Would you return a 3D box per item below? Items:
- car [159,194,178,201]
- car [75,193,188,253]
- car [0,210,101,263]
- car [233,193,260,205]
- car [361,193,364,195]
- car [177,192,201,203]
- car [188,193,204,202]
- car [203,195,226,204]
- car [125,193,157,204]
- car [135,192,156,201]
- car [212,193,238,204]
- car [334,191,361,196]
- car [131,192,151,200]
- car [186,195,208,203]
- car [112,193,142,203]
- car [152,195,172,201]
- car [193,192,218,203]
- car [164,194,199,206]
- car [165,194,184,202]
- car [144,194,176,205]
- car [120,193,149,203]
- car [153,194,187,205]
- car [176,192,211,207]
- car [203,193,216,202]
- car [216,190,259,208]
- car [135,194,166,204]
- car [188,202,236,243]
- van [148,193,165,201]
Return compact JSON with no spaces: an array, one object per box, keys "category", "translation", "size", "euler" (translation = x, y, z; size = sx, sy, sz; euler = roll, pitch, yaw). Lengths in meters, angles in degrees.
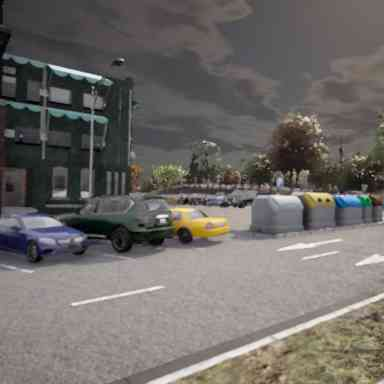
[{"category":"car","translation":[-5.786,1.365,81.043],"size":[2.185,1.767,4.553],"euler":[1,-2,35]},{"category":"car","translation":[-3.257,1.186,13.624],"size":[5.566,2.045,2.435],"euler":[-1,0,35]},{"category":"car","translation":[-5.689,1.496,11.869],"size":[4.674,1.452,2.002],"euler":[-1,-1,35]},{"category":"car","translation":[9.744,1.236,58.697],"size":[2.435,2.045,5.566],"euler":[1,-1,35]},{"category":"car","translation":[23.941,0.584,50.235],"size":[1.837,1.490,4.892],"euler":[2,3,-34]},{"category":"car","translation":[-0.566,1.241,73.644],"size":[2.435,2.045,5.566],"euler":[1,-2,35]},{"category":"car","translation":[1.970,1.040,40.202],"size":[2.231,1.521,4.892],"euler":[0,-1,35]},{"category":"car","translation":[4.564,1.490,66.164],"size":[2.231,1.521,4.892],"euler":[1,-2,35]},{"category":"car","translation":[-8.247,1.037,54.636],"size":[1.946,1.575,5.366],"euler":[1,0,35]},{"category":"car","translation":[-12.649,1.240,90.971],"size":[2.435,2.045,5.566],"euler":[1,-1,35]},{"category":"car","translation":[6.330,1.239,63.712],"size":[2.435,2.045,5.566],"euler":[1,-2,35]},{"category":"car","translation":[20.104,1.235,43.852],"size":[2.435,2.045,5.566],"euler":[1,-2,35]},{"category":"car","translation":[-14.360,1.241,93.509],"size":[2.435,2.045,5.566],"euler":[1,-2,35]},{"category":"car","translation":[1.029,1.481,70.977],"size":[1.946,1.575,5.366],"euler":[1,-1,35]},{"category":"car","translation":[-11.620,1.038,59.498],"size":[1.946,1.575,5.366],"euler":[1,0,35]},{"category":"car","translation":[-7.475,1.494,83.548],"size":[2.231,1.521,4.892],"euler":[1,-1,35]},{"category":"car","translation":[2.842,1.238,68.629],"size":[2.435,2.045,5.566],"euler":[1,-1,35]},{"category":"car","translation":[-1.300,1.039,45.222],"size":[1.946,1.575,5.366],"euler":[0,-1,35]},{"category":"car","translation":[-4.052,1.365,78.559],"size":[2.185,1.767,4.553],"euler":[1,-2,35]},{"category":"car","translation":[-4.785,1.071,49.903],"size":[2.163,1.488,4.792],"euler":[1,0,35]},{"category":"car","translation":[-9.836,1.043,57.225],"size":[2.097,1.535,5.008],"euler":[1,0,35]},{"category":"car","translation":[-3.085,1.042,47.493],"size":[2.231,1.521,4.892],"euler":[0,-1,35]},{"category":"car","translation":[0.268,0.914,42.613],"size":[2.185,1.767,4.553],"euler":[0,-1,35]},{"category":"car","translation":[3.660,1.079,37.775],"size":[2.002,1.452,4.674],"euler":[1,0,35]},{"category":"car","translation":[5.341,0.787,35.319],"size":[2.435,2.045,5.566],"euler":[1,0,35]},{"category":"car","translation":[-6.453,1.042,52.355],"size":[2.097,1.535,5.008],"euler":[0,-1,35]},{"category":"car","translation":[-0.915,1.410,15.465],"size":[5.366,1.575,1.946],"euler":[-1,0,35]},{"category":"van","translation":[-9.134,1.271,86.130],"size":[1.878,1.987,4.442],"euler":[1,-2,35]}]
